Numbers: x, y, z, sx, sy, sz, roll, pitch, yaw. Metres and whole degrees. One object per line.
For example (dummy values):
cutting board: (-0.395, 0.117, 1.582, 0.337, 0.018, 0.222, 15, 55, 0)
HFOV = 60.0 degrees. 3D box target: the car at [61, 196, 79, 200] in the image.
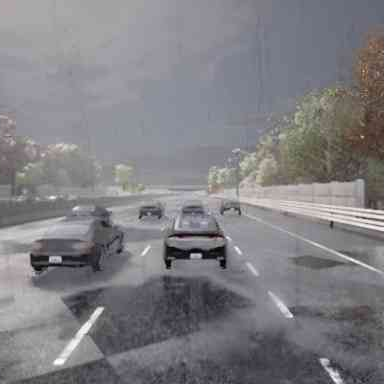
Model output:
car: (-21.013, 1.398, 59.175, 1.882, 1.535, 5.008, 0, 0, 1)

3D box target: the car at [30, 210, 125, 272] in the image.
car: (-3.409, 1.506, 10.579, 1.812, 1.442, 4.674, 0, 0, 0)

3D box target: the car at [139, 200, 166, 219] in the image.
car: (-3.392, 1.459, 28.707, 1.837, 1.490, 4.892, 0, 0, 0)

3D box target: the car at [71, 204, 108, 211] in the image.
car: (-6.892, 1.510, 22.532, 2.033, 1.411, 5.357, 0, 0, 0)

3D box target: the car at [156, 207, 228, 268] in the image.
car: (0.104, 1.471, 11.210, 2.128, 1.511, 4.902, 0, 0, 0)

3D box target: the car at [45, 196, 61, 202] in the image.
car: (-24.490, 1.468, 59.605, 2.033, 1.411, 5.357, 0, 0, 0)

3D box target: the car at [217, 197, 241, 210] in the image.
car: (3.509, 1.280, 31.334, 1.837, 1.490, 4.892, 0, 0, 0)

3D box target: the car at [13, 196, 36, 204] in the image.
car: (-28.017, 1.427, 55.802, 1.837, 1.490, 4.892, 0, 0, 1)

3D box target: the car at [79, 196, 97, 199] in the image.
car: (-17.521, 1.523, 57.838, 1.895, 1.301, 4.718, 0, 0, 1)

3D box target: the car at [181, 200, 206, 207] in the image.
car: (0.108, 1.459, 28.705, 1.837, 1.490, 4.892, 0, 0, 0)
